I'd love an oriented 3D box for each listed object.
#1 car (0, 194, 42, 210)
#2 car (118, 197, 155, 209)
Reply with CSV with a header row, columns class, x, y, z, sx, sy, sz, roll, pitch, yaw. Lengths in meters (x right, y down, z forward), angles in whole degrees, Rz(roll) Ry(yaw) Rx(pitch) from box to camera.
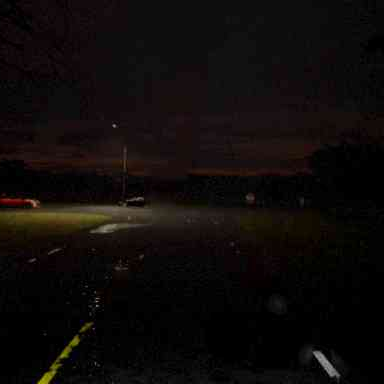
class,x,y,z,sx,sy,sz,roll,pitch,yaw
car,-19.539,1.064,37.667,4.553,1.767,2.097,2,1,0
car,-7.391,1.418,44.635,4.902,1.511,2.128,1,1,0
